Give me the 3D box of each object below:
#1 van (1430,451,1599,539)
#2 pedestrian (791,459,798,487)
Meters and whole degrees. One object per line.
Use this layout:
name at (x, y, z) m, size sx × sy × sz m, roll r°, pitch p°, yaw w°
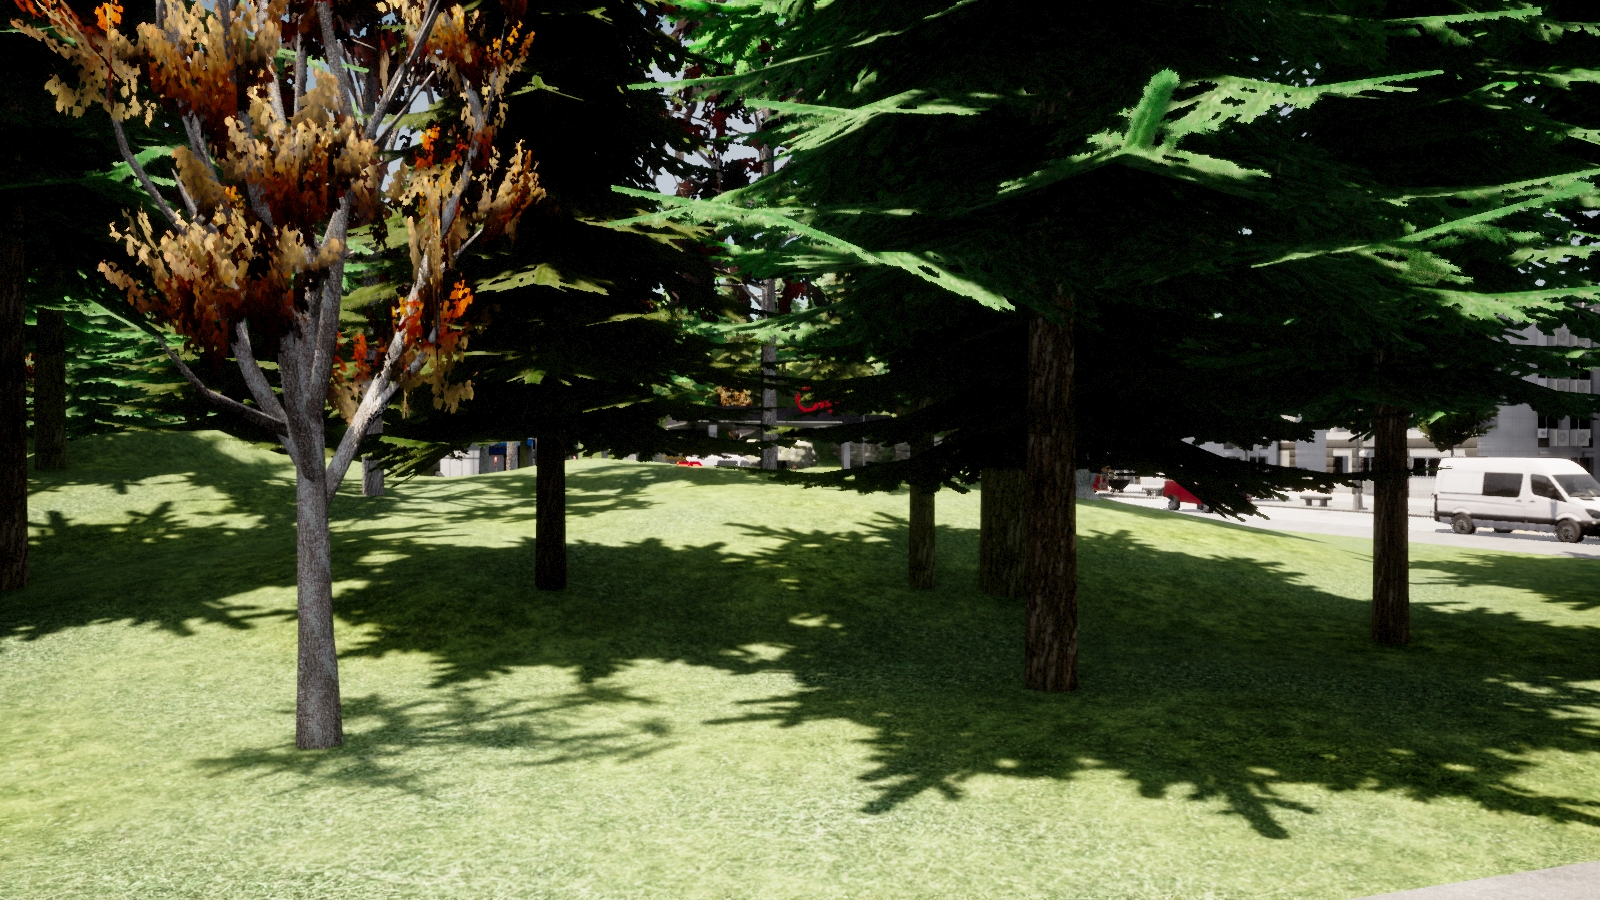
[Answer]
van at (23.297, 1.315, 36.366) m, size 1.988 × 2.561 × 5.915 m, roll 0°, pitch 0°, yaw -18°
pedestrian at (-0.363, 1.525, 77.041) m, size 0.375 × 1.860 × 0.375 m, roll 0°, pitch 0°, yaw -31°
